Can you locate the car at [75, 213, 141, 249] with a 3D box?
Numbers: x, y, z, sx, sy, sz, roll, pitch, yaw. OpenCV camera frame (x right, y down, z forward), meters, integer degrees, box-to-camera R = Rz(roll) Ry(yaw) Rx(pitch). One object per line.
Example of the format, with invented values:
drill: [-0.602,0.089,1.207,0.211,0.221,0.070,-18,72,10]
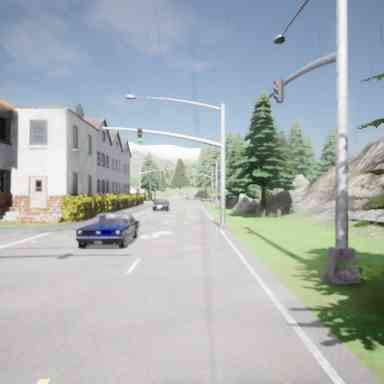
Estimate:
car: [-3.547,1.614,14.777,1.895,1.301,4.718,0,0,0]

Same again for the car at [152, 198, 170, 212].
car: [-3.632,1.505,39.683,2.128,1.511,4.902,0,0,0]
